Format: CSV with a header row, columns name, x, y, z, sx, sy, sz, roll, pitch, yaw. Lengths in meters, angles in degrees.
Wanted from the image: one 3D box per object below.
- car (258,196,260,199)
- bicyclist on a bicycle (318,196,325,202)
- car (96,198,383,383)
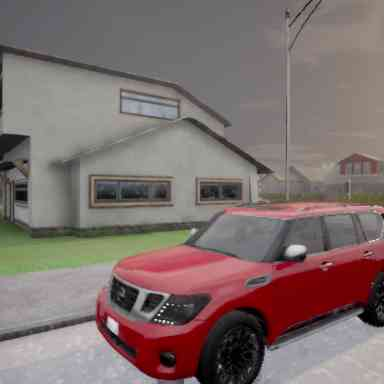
name,x,y,z,sx,sy,sz,roll,pitch,yaw
car,6.667,1.213,38.599,2.150,2.045,5.566,0,0,-35
bicyclist on a bicycle,15.762,1.340,40.277,1.656,1.620,0.582,0,0,-35
car,1.337,1.220,5.501,5.566,2.045,2.150,0,0,-35
